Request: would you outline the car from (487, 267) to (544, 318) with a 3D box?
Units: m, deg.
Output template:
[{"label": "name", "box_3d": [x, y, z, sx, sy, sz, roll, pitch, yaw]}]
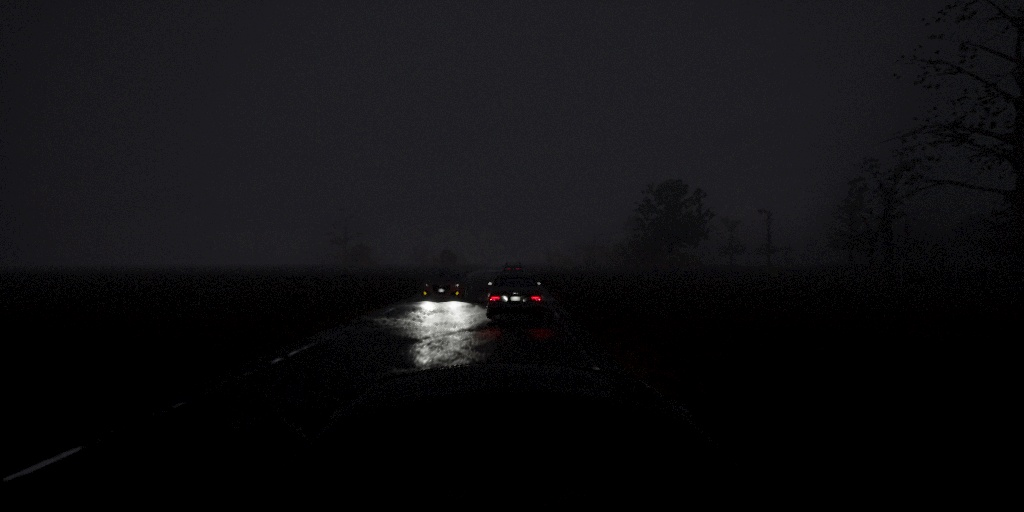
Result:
[{"label": "car", "box_3d": [0.099, 1.298, 13.012, 2.033, 1.411, 5.357, 0, 0, 0]}]

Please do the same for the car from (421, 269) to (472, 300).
[{"label": "car", "box_3d": [-3.098, 1.315, 17.679, 1.994, 1.385, 4.181, 0, 0, 0]}]

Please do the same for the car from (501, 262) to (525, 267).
[{"label": "car", "box_3d": [0.105, 1.244, 31.558, 2.128, 1.511, 4.902, 0, 0, 0]}]
